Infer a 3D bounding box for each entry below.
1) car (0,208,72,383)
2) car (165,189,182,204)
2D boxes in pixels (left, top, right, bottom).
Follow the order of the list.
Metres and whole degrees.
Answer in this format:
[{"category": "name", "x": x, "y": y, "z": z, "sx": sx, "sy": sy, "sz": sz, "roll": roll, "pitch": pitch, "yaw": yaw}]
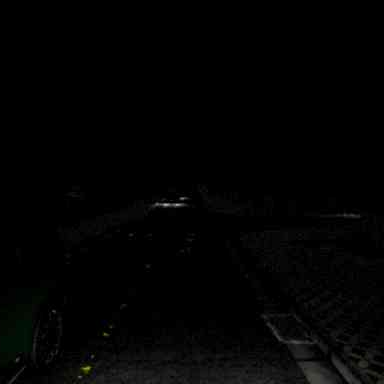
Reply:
[{"category": "car", "x": -2.819, "y": 1.228, "z": 2.666, "sx": 2.150, "sy": 2.045, "sz": 5.566, "roll": 0, "pitch": 0, "yaw": 0}, {"category": "car", "x": -2.737, "y": 0.793, "z": 46.923, "sx": 1.837, "sy": 1.490, "sz": 4.892, "roll": 0, "pitch": 2, "yaw": 0}]
